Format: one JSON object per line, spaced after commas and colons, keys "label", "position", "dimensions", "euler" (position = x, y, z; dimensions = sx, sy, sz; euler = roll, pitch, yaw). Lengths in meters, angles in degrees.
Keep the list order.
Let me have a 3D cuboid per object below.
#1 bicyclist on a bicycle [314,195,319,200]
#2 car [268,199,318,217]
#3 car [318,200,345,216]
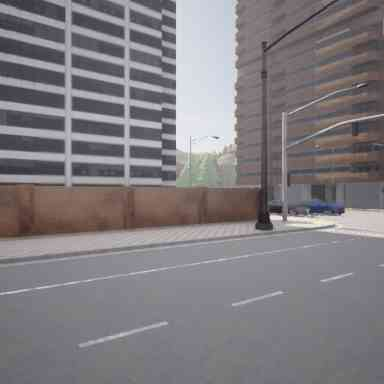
{"label": "bicyclist on a bicycle", "position": [17.250, 1.301, 46.287], "dimensions": [1.656, 1.620, 0.582], "euler": [0, 0, -36]}
{"label": "car", "position": [8.855, 1.491, 31.464], "dimensions": [2.128, 1.511, 4.902], "euler": [0, 0, -36]}
{"label": "car", "position": [12.396, 1.478, 32.538], "dimensions": [1.882, 1.535, 5.008], "euler": [0, 0, -36]}
